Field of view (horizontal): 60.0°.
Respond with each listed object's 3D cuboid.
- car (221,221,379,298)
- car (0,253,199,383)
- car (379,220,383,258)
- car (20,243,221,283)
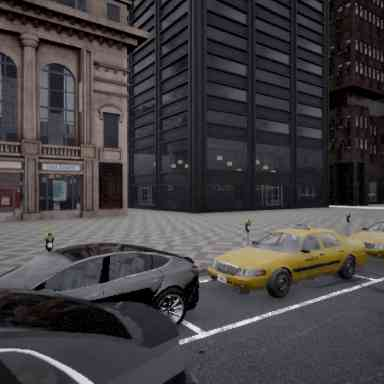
[{"bbox_3d":[2.604,1.525,8.488,4.829,1.417,1.752,0,0,-35],"label":"car"},{"bbox_3d":[-2.229,1.505,1.791,4.892,1.490,1.837,0,0,-35],"label":"car"},{"bbox_3d":[7.205,1.525,11.751,4.829,1.417,1.752,0,0,-35],"label":"car"},{"bbox_3d":[-1.858,1.566,5.322,4.313,1.339,1.947,0,0,-35],"label":"car"}]
